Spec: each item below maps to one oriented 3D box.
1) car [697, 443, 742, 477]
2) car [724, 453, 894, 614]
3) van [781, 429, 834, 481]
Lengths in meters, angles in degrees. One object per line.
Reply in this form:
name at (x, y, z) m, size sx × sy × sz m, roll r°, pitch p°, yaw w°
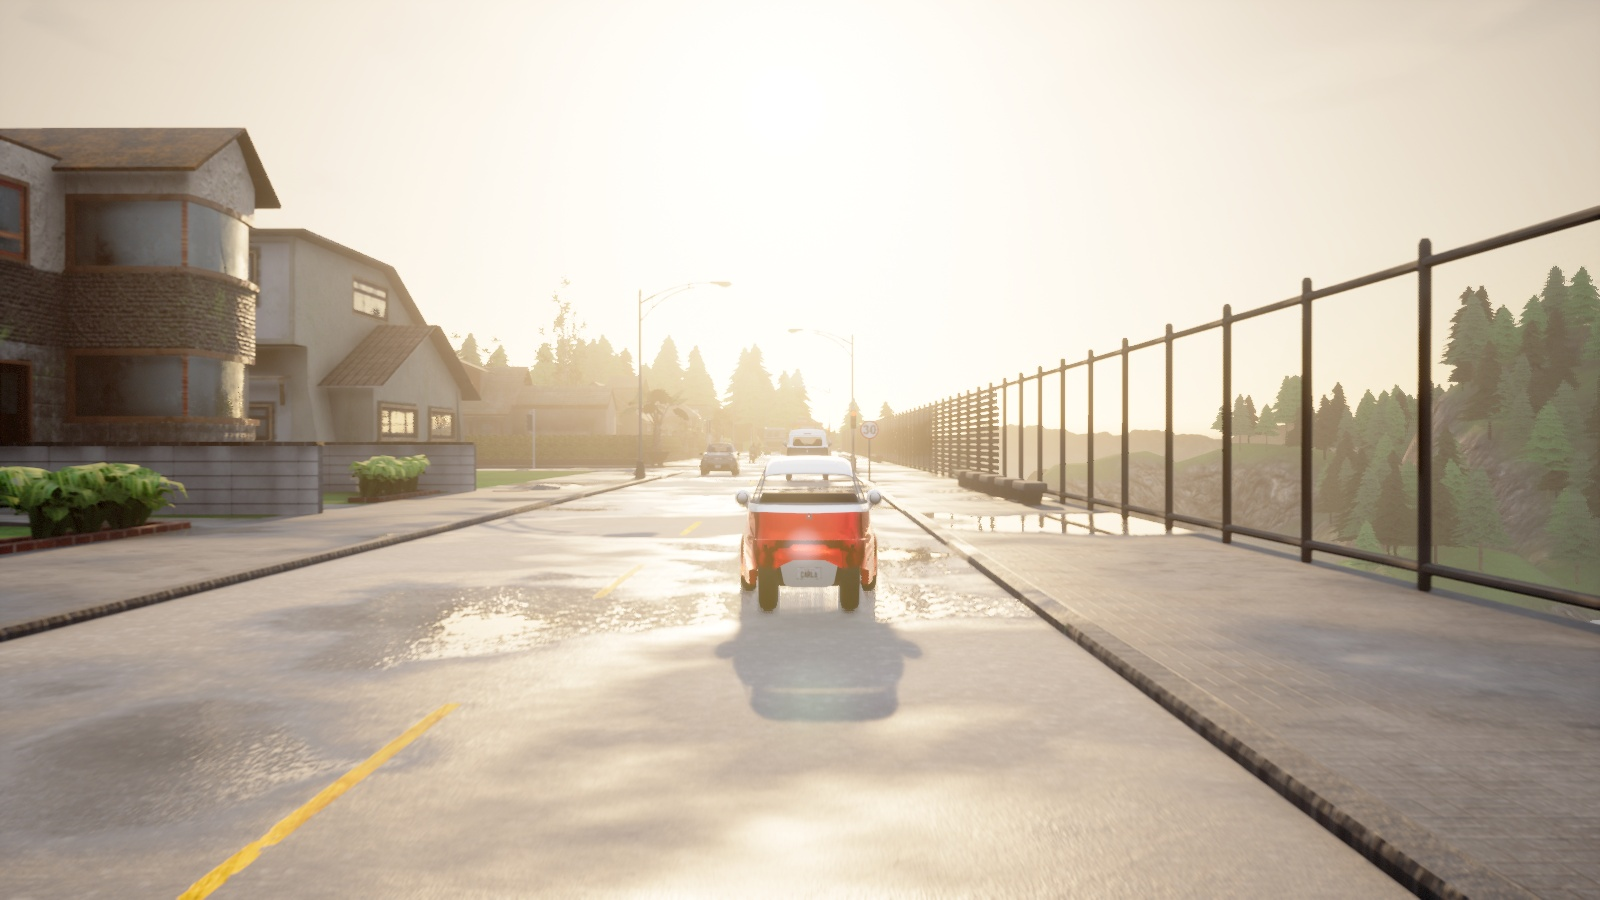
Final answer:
car at (-3.652, 0.434, 57.413) m, size 1.845 × 1.501 × 3.633 m, roll 0°, pitch 0°, yaw 0°
car at (0.084, 0.733, 12.052) m, size 1.481 × 1.376 × 2.207 m, roll 0°, pitch 1°, yaw 0°
van at (0.307, 0.181, 51.215) m, size 2.069 × 2.038 × 4.480 m, roll 0°, pitch 0°, yaw 0°
